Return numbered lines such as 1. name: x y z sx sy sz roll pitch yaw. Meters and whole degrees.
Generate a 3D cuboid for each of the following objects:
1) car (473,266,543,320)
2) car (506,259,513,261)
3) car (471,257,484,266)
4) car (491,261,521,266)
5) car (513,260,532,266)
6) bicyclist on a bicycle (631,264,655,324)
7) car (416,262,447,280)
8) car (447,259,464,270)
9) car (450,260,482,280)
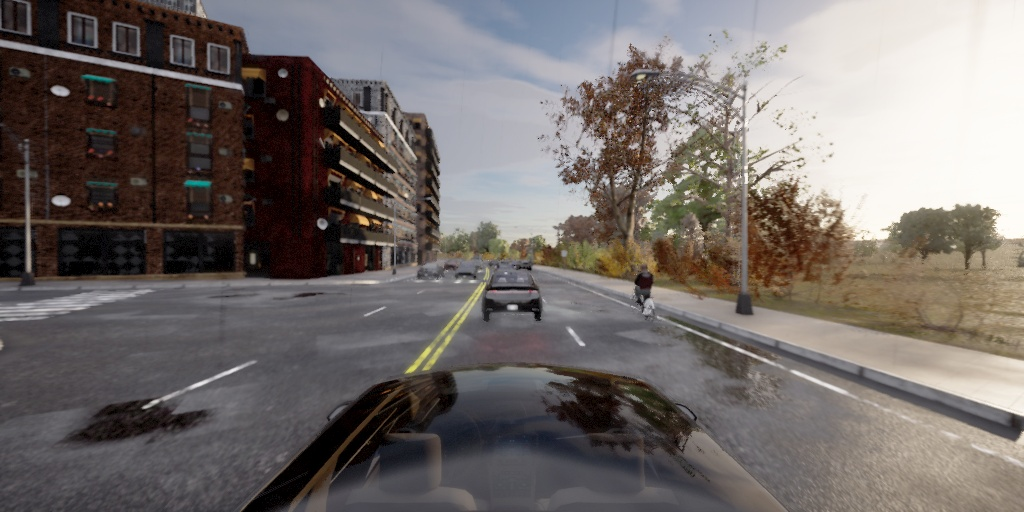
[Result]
1. car: -0.021 1.259 12.652 2.128 1.511 4.902 0 0 -1
2. car: 0.502 1.389 62.818 1.994 1.385 4.181 0 0 -5
3. car: -5.303 1.330 53.078 1.837 1.490 4.892 0 0 -4
4. car: -0.566 1.358 30.621 1.994 1.385 4.181 0 0 -2
5. car: 1.649 1.315 49.204 1.837 1.490 4.892 0 -1 -4
6. bicyclist on a bicycle: 4.050 1.133 11.194 0.659 1.776 1.843 0 0 -1
7. car: -7.357 1.329 32.667 1.812 1.442 4.674 0 0 -2
8. car: -8.487 1.179 51.962 2.097 1.767 4.553 0 0 -4
9. car: -4.105 1.348 32.917 2.033 1.411 5.357 0 0 -3
